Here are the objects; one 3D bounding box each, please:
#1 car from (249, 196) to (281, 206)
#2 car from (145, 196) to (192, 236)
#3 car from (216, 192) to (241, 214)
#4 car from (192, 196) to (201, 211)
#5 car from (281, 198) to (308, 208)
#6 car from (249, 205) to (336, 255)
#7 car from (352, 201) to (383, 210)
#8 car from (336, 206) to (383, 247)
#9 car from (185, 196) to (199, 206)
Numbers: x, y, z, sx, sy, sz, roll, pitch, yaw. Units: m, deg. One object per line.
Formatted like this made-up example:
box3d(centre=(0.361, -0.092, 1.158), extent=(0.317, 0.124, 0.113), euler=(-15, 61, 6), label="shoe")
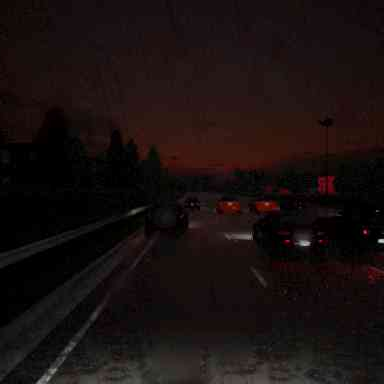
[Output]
box3d(centre=(7.098, 1.196, 33.727), extent=(2.097, 1.767, 4.553), euler=(0, 0, 0), label="car")
box3d(centre=(-1.227, 1.268, 17.823), extent=(2.097, 1.767, 4.553), euler=(0, 0, 0), label="car")
box3d(centre=(3.597, 1.196, 33.668), extent=(2.097, 1.767, 4.553), euler=(0, 0, 0), label="car")
box3d(centre=(0.035, 1.371, 38.132), extent=(2.033, 1.411, 5.357), euler=(0, 0, 1), label="car")
box3d(centre=(10.597, 1.330, 34.778), extent=(2.128, 1.511, 4.902), euler=(0, 0, 0), label="car")
box3d(centre=(3.599, 1.465, 12.918), extent=(1.812, 1.442, 4.674), euler=(0, 0, 0), label="car")
box3d(centre=(14.098, 1.424, 26.633), extent=(2.033, 1.411, 5.357), euler=(0, 0, 0), label="car")
box3d(centre=(7.099, 1.532, 14.682), extent=(1.895, 1.301, 4.718), euler=(0, 0, 0), label="car")
box3d(centre=(-0.002, 1.326, 51.506), extent=(1.994, 1.385, 4.181), euler=(0, 0, 0), label="car")
